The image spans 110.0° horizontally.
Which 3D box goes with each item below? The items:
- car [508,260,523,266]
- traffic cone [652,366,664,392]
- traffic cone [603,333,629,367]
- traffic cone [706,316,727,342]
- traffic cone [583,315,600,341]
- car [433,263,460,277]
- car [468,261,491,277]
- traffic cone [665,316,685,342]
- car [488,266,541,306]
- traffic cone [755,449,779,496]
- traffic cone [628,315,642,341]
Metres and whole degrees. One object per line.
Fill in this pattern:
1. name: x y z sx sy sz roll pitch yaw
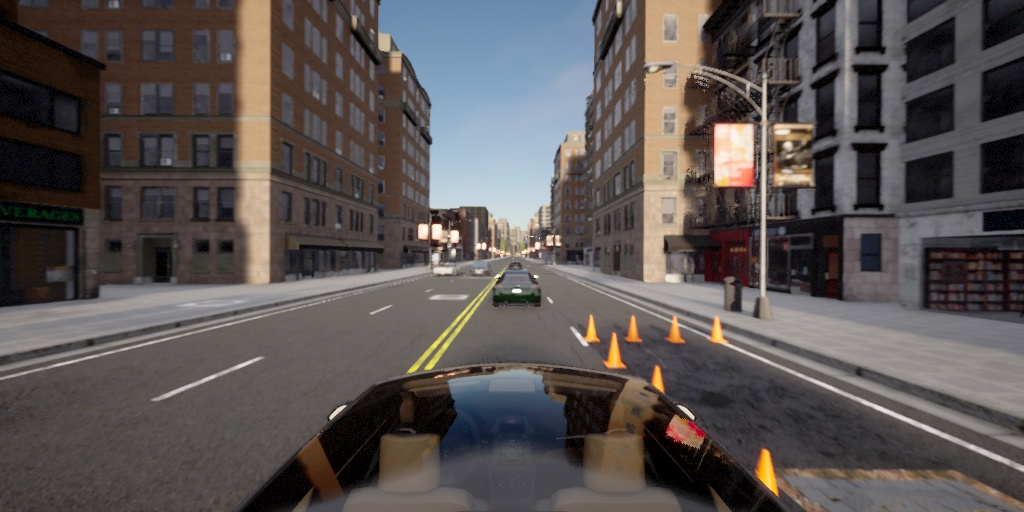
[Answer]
1. car: 0.506 1.253 50.600 1.837 1.490 4.892 0 0 0
2. traffic cone: 1.873 1.716 4.631 0.340 0.580 0.340 0 0 0
3. traffic cone: 1.890 1.716 6.630 0.340 0.580 0.340 0 0 0
4. traffic cone: 4.907 1.733 8.604 0.340 0.580 0.340 0 0 0
5. traffic cone: 1.907 1.715 8.630 0.340 0.580 0.340 0 0 0
6. car: -6.324 1.307 34.993 1.895 1.301 4.718 0 0 1
7. car: -3.065 1.251 35.715 1.812 1.442 4.674 0 0 1
8. traffic cone: 3.907 1.727 8.613 0.340 0.580 0.340 0 0 0
9. car: 0.204 1.312 15.766 1.994 1.385 4.181 0 0 1
10. traffic cone: 1.856 1.716 2.631 0.340 0.580 0.340 0 0 0
11. traffic cone: 2.907 1.721 8.622 0.340 0.580 0.340 0 0 0
